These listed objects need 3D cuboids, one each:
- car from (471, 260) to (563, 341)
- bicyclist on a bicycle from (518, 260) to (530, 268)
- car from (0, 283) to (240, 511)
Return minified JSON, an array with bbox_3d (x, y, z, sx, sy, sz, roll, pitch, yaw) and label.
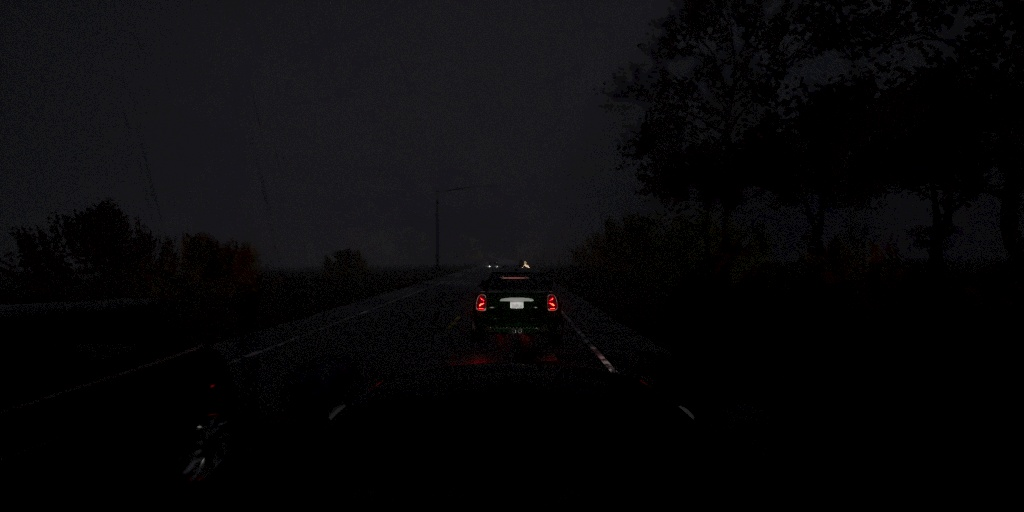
[{"bbox_3d":[0.108,1.099,10.002,2.097,1.767,4.553,0,0,0],"label":"car"},{"bbox_3d":[0.960,1.177,25.825,0.866,1.612,1.509,0,0,1],"label":"bicyclist on a bicycle"},{"bbox_3d":[-3.606,1.102,1.418,2.097,1.767,4.553,0,0,0],"label":"car"}]
